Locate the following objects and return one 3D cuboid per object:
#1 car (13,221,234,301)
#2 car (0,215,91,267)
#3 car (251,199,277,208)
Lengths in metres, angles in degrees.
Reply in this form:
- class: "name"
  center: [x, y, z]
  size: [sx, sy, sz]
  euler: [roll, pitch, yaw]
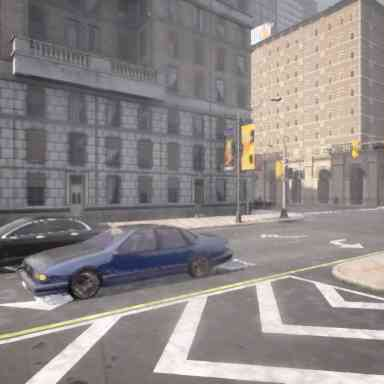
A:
- class: "car"
  center: [-1.371, 1.547, 8.563]
  size: [5.357, 1.411, 2.033]
  euler: [0, 0, -36]
- class: "car"
  center: [-4.853, 1.506, 10.360]
  size: [4.892, 1.490, 1.837]
  euler: [0, 0, -36]
- class: "car"
  center: [10.047, 1.601, 48.721]
  size: [1.895, 1.301, 4.718]
  euler: [0, 0, -36]
